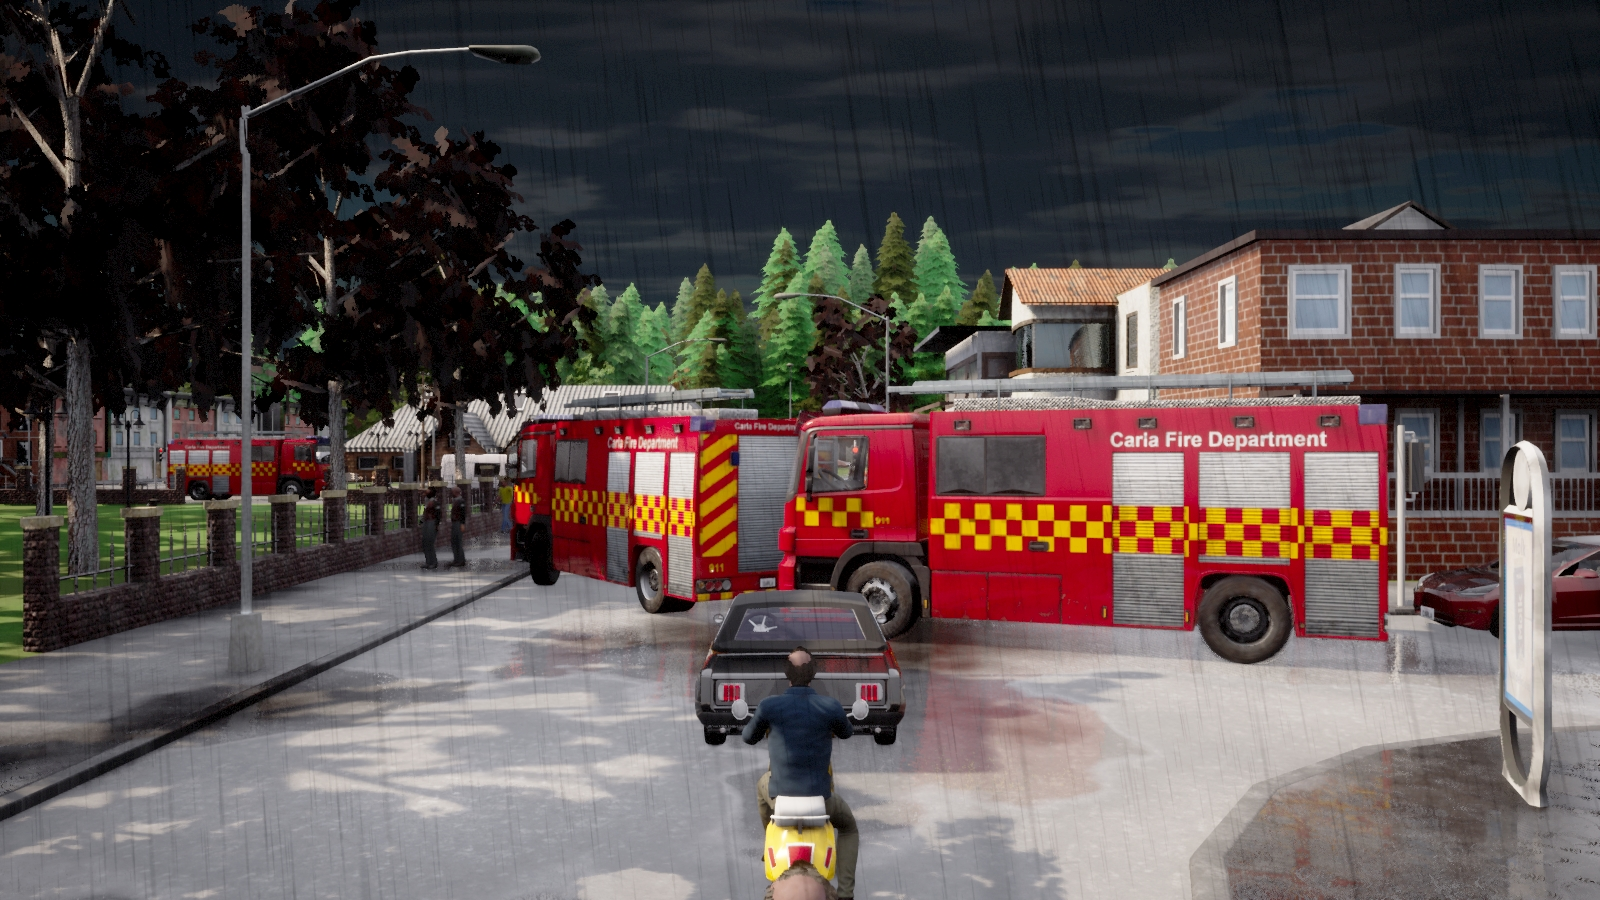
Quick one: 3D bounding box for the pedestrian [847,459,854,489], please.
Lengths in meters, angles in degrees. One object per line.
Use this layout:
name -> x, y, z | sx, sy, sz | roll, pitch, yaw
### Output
pedestrian -> 3.162, 1.495, 71.733 | 0.375, 1.860, 0.375 | 0, 0, 17

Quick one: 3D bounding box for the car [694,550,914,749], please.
car -> 0.033, 1.930, 12.217 | 1.895, 1.301, 4.718 | 0, 0, 0

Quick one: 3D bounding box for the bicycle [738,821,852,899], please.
bicycle -> -0.015, 1.938, 3.086 | 0.329, 1.271, 1.835 | 0, 0, 0

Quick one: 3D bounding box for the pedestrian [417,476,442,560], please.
pedestrian -> -8.307, 1.514, 25.625 | 0.375, 1.860, 0.375 | 0, 0, 38

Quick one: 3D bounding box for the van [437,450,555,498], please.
van -> -16.613, 1.289, 62.612 | 5.915, 2.561, 1.988 | 0, 0, 0

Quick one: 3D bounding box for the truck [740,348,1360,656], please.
truck -> 3.552, 0.662, 17.098 | 8.468, 3.827, 2.891 | 0, 0, 22

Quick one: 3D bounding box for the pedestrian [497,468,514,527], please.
pedestrian -> -9.377, 1.511, 36.371 | 0.375, 1.860, 0.375 | 0, 0, 28

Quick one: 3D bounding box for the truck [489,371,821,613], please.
truck -> -3.227, 0.662, 22.435 | 2.891, 3.827, 8.468 | 0, 0, -34

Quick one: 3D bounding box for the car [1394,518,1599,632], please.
car -> 11.947, 1.835, 17.293 | 4.792, 1.488, 2.163 | 0, 0, 0

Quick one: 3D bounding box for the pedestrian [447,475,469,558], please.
pedestrian -> -7.806, 1.514, 26.077 | 0.375, 1.860, 0.375 | 0, 0, -34

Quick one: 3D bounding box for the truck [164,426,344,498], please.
truck -> -29.853, 0.645, 62.699 | 8.468, 3.827, 2.891 | 0, 0, 1
